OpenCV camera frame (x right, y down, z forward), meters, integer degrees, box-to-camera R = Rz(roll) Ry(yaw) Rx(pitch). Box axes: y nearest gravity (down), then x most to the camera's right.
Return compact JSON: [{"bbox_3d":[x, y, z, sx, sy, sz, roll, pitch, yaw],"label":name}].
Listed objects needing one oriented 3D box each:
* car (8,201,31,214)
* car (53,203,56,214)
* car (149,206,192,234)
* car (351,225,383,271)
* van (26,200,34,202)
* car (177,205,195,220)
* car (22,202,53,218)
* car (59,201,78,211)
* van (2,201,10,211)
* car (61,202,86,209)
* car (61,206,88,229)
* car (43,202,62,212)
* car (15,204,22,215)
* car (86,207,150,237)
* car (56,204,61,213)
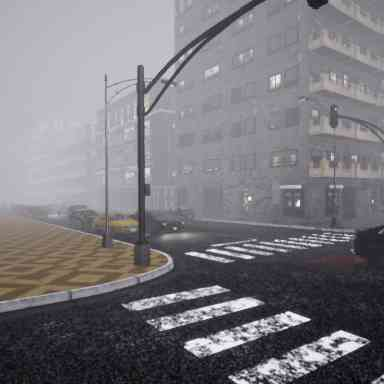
[{"bbox_3d":[-24.939,2.449,48.257,1.887,1.381,4.507,-2,0,-36],"label":"car"},{"bbox_3d":[-21.258,2.440,47.801,1.895,1.301,4.718,-1,-1,-36],"label":"car"},{"bbox_3d":[-2.583,1.862,22.200,2.033,1.411,5.357,-1,-1,-36],"label":"car"},{"bbox_3d":[7.004,1.539,9.143,2.128,1.511,4.902,-1,-1,-36],"label":"car"},{"bbox_3d":[-41.613,2.831,85.121,1.690,1.788,3.998,-2,0,-36],"label":"van"},{"bbox_3d":[-1.455,1.915,30.430,2.008,1.369,4.403,-2,0,-36],"label":"car"},{"bbox_3d":[-18.247,2.262,39.142,1.887,1.381,4.507,-2,0,-36],"label":"car"},{"bbox_3d":[-21.534,2.366,57.775,1.967,1.590,4.097,-2,0,-36],"label":"car"},{"bbox_3d":[-31.636,2.433,57.373,1.690,1.788,3.998,-2,0,-36],"label":"van"},{"bbox_3d":[-11.712,2.077,34.651,1.837,1.490,4.892,-1,-1,-36],"label":"car"},{"bbox_3d":[-8.209,2.002,25.470,1.947,1.339,4.313,-2,0,-36],"label":"car"},{"bbox_3d":[-23.805,2.518,56.526,1.994,1.385,4.181,-1,-1,-37],"label":"car"},{"bbox_3d":[-21.592,2.392,43.700,1.802,1.307,4.206,-2,0,-36],"label":"car"},{"bbox_3d":[-4.764,1.865,20.776,1.752,1.417,4.829,-2,0,-36],"label":"car"},{"bbox_3d":[-17.694,2.384,48.194,1.895,1.301,4.718,-1,-1,-36],"label":"car"}]
